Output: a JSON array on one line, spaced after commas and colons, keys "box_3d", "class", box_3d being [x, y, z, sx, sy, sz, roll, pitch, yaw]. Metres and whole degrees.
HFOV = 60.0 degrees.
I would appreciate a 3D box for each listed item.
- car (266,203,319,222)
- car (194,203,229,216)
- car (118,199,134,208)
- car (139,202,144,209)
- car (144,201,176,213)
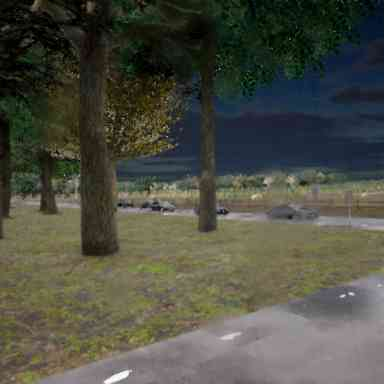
[{"box_3d": [7.973, 1.618, 26.784, 1.994, 1.385, 4.181, -2, 0, -35], "class": "car"}, {"box_3d": [2.017, 1.807, 35.252, 1.994, 1.385, 4.181, -2, 0, -36], "class": "car"}, {"box_3d": [-12.296, 2.010, 60.590, 2.097, 1.767, 4.553, -2, 0, -35], "class": "car"}, {"box_3d": [-6.783, 2.058, 52.845, 1.994, 1.385, 4.181, -2, 0, -34], "class": "car"}, {"box_3d": [-3.995, 1.935, 43.842, 1.837, 1.490, 4.892, -2, 0, -35], "class": "car"}]
